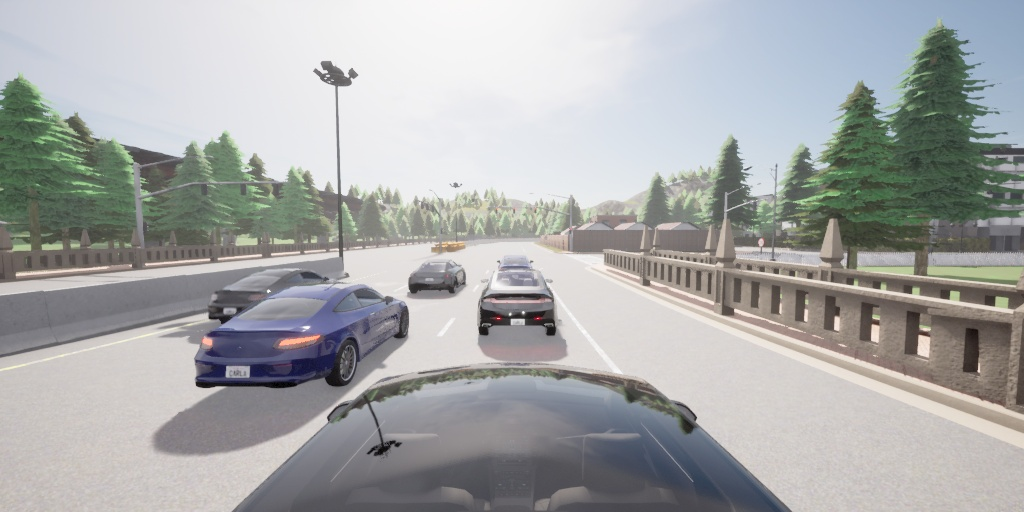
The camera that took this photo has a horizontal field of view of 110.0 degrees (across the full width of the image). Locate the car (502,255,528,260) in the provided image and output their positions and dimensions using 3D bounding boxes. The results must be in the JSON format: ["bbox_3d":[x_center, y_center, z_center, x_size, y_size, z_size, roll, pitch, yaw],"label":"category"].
[{"bbox_3d":[0.170,0.657,18.917,1.812,1.442,4.674,0,3,0],"label":"car"}]

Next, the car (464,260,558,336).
[{"bbox_3d":[0.133,1.082,9.918,2.128,1.511,4.902,0,2,0],"label":"car"}]

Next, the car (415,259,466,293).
[{"bbox_3d":[-3.343,0.823,16.644,1.994,1.385,4.181,0,3,1],"label":"car"}]

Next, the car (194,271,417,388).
[{"bbox_3d":[-3.378,1.214,6.732,1.812,1.442,4.674,0,1,0],"label":"car"}]

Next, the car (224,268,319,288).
[{"bbox_3d":[-6.858,1.079,11.032,1.812,1.442,4.674,0,2,0],"label":"car"}]
